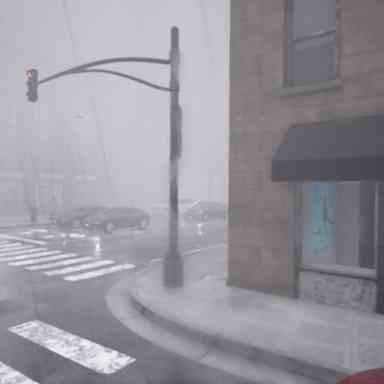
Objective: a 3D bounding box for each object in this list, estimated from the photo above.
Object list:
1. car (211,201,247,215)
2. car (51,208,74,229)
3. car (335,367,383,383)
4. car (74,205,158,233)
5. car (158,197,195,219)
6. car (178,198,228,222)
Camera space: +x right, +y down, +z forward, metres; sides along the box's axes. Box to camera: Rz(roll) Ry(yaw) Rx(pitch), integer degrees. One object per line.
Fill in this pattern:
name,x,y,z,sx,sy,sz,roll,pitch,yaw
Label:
car,4.478,1.842,39.825,2.128,1.511,4.902,1,0,36
car,-7.365,1.681,23.246,1.837,1.490,4.892,1,0,35
car,2.669,1.535,1.049,4.507,1.381,1.887,0,1,35
car,-4.714,1.709,21.365,1.837,1.490,4.892,1,0,35
car,-1.500,1.483,31.470,2.150,2.045,5.566,1,0,35
car,1.193,1.643,29.643,2.097,1.767,4.553,1,0,36
